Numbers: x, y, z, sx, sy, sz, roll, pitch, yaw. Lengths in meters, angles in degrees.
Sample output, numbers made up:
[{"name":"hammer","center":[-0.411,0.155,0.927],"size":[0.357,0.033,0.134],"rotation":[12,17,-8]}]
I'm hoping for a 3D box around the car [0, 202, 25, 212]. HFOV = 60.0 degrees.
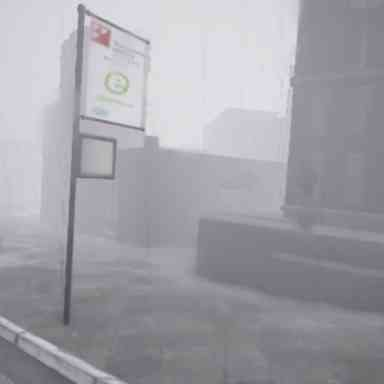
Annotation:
[{"name":"car","center":[-26.244,2.113,47.802],"size":[2.033,1.411,5.357],"rotation":[4,-2,7]}]
